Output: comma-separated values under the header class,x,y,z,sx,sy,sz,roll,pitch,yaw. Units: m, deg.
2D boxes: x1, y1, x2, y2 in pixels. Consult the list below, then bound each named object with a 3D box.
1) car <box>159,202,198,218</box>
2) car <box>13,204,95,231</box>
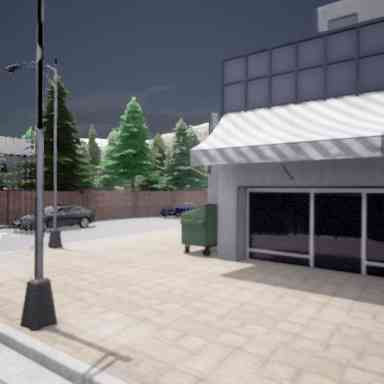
class,x,y,z,sx,sy,sz,roll,pitch,yaw
car,-0.866,1.640,30.529,1.895,1.301,4.718,1,0,36
car,-8.326,1.543,20.446,1.837,1.490,4.892,1,0,36
